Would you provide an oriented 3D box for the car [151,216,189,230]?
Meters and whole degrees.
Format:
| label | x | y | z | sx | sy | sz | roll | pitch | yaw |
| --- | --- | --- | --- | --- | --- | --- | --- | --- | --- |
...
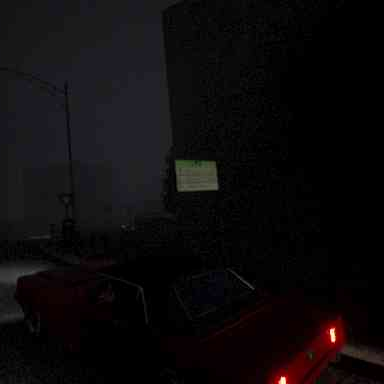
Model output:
| label | x | y | z | sx | sy | sz | roll | pitch | yaw |
| --- | --- | --- | --- | --- | --- | --- | --- | --- | --- |
| car | -3.114 | 4.394 | 47.230 | 5.008 | 1.535 | 2.097 | -6 | -8 | 21 |

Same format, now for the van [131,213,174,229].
| label | x | y | z | sx | sy | sz | roll | pitch | yaw |
| --- | --- | --- | --- | --- | --- | --- | --- | --- | --- |
| van | -5.095 | 3.700 | 42.012 | 4.442 | 1.987 | 1.878 | -7 | -7 | 21 |

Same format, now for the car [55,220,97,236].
| label | x | y | z | sx | sy | sz | roll | pitch | yaw |
| --- | --- | --- | --- | --- | --- | --- | --- | --- | --- |
| car | -14.223 | 4.422 | 40.189 | 1.882 | 1.535 | 5.008 | -7 | -6 | 22 |

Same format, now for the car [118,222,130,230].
| label | x | y | z | sx | sy | sz | roll | pitch | yaw |
| --- | --- | --- | --- | --- | --- | --- | --- | --- | --- |
| car | -9.138 | 5.372 | 52.924 | 2.097 | 1.767 | 4.553 | -7 | -8 | 21 |

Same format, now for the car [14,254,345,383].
| label | x | y | z | sx | sy | sz | roll | pitch | yaw |
| --- | --- | --- | --- | --- | --- | --- | --- | --- | --- |
| car | -0.627 | 1.568 | 4.622 | 4.718 | 1.301 | 1.895 | 1 | 1 | 40 |

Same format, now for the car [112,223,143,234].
| label | x | y | z | sx | sy | sz | roll | pitch | yaw |
| --- | --- | --- | --- | --- | --- | --- | --- | --- | --- |
| car | -11.485 | 6.479 | 59.222 | 4.792 | 1.488 | 2.163 | -7 | -8 | 21 |

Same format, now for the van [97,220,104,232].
| label | x | y | z | sx | sy | sz | roll | pitch | yaw |
| --- | --- | --- | --- | --- | --- | --- | --- | --- | --- |
| van | -15.807 | 5.227 | 48.878 | 4.442 | 1.987 | 1.878 | -7 | -7 | 21 |

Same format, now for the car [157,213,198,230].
| label | x | y | z | sx | sy | sz | roll | pitch | yaw |
| --- | --- | --- | --- | --- | --- | --- | --- | --- | --- |
| car | -2.144 | 4.397 | 49.800 | 5.566 | 2.045 | 2.435 | -7 | -8 | 21 |

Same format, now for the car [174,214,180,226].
| label | x | y | z | sx | sy | sz | roll | pitch | yaw |
| --- | --- | --- | --- | --- | --- | --- | --- | --- | --- |
| car | -4.130 | 4.178 | 44.595 | 4.792 | 1.488 | 2.163 | -7 | -7 | 21 |

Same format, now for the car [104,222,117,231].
| label | x | y | z | sx | sy | sz | roll | pitch | yaw |
| --- | --- | --- | --- | --- | --- | --- | --- | --- | --- |
| car | -14.663 | 5.672 | 51.379 | 5.008 | 1.535 | 2.097 | -7 | -7 | 21 |
